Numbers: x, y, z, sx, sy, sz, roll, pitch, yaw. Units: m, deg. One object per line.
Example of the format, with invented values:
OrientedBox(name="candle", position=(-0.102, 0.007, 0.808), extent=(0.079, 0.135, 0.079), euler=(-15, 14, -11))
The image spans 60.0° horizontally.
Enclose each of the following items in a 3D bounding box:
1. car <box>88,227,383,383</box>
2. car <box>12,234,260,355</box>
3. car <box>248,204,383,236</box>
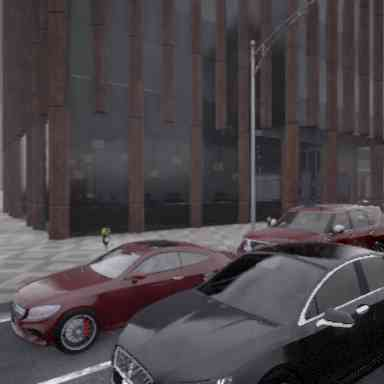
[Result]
OrientedBox(name="car", position=(1.399, 1.495, 4.377), extent=(4.892, 1.490, 1.837), euler=(0, 0, -36))
OrientedBox(name="car", position=(-0.879, 1.575, 6.022), extent=(4.206, 1.307, 1.802), euler=(0, 0, -36))
OrientedBox(name="car", position=(3.562, 1.293, 9.192), extent=(5.009, 1.841, 2.192), euler=(0, 0, -36))
